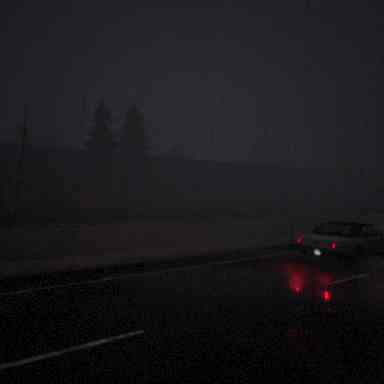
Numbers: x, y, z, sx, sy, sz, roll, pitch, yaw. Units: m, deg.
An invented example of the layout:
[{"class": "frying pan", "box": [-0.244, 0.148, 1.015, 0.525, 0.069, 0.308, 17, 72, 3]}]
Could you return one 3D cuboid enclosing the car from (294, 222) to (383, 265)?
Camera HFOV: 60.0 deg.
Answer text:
[{"class": "car", "box": [6.022, 1.770, 12.422, 4.718, 1.301, 1.895, 1, -1, -35]}]
